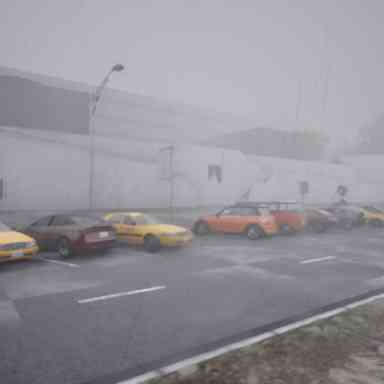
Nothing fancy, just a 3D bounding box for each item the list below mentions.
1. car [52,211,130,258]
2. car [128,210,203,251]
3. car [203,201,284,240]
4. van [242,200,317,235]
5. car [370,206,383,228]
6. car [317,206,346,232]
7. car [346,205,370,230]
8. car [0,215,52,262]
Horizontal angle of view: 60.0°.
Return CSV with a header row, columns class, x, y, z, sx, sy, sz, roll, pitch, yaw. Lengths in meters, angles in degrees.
class,x,y,z,sx,sy,sz,roll,pitch,yaw
car,-5.032,1.570,13.070,4.792,1.488,2.163,-1,-1,34
car,-2.424,1.578,14.686,5.366,1.575,1.946,-1,-2,34
car,2.302,1.534,18.240,4.553,1.767,2.185,-1,-1,34
van,4.811,1.468,19.937,4.442,1.987,1.878,-1,-2,34
car,12.152,1.760,25.095,5.366,1.575,1.946,-1,-1,34
car,7.138,1.761,21.720,4.674,1.452,2.002,-1,-1,34
car,9.538,1.778,23.473,4.792,1.488,2.163,-1,-1,34
car,-7.279,1.495,11.220,5.366,1.575,1.946,-1,-2,34
